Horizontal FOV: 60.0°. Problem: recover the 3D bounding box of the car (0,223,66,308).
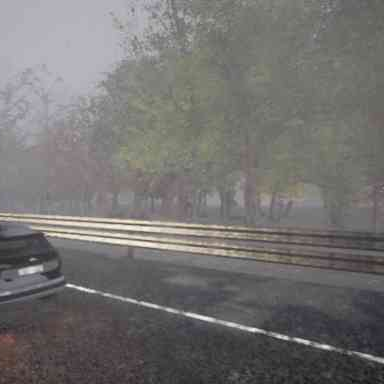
[{"bbox_3d":[-4.786,1.514,7.332,4.856,1.649,2.033,-1,0,34],"label":"car"}]
